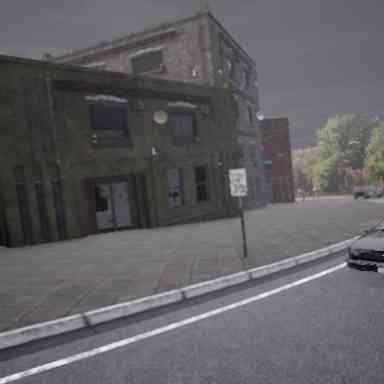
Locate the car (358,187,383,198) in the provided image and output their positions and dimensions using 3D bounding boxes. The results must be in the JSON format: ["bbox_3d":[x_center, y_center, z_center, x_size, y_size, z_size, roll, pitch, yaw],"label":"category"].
[{"bbox_3d":[28.873,0.055,53.169,1.882,1.535,5.008,-6,-1,-1],"label":"car"}]

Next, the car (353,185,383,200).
[{"bbox_3d":[25.114,0.070,47.824,2.150,2.045,5.566,-5,-1,6],"label":"car"}]

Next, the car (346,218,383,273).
[{"bbox_3d":[6.076,1.201,8.906,5.357,1.411,2.033,-3,1,-43],"label":"car"}]
